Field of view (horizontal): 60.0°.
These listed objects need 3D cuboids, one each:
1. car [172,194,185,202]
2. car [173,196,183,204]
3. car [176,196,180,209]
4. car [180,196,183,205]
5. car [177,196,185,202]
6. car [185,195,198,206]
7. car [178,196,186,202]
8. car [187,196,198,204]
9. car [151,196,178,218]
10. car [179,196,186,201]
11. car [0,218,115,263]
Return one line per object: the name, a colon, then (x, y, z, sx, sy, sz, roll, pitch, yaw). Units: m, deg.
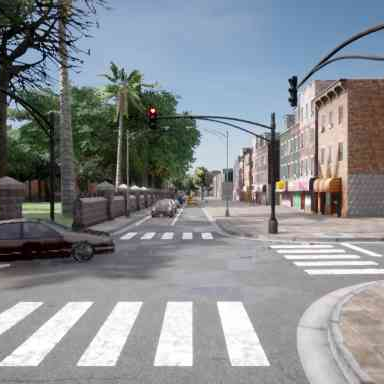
car: (-2.949, 1.402, 64.262, 2.150, 2.045, 5.566, 0, 0, 0)
car: (-2.985, 1.715, 71.231, 1.837, 1.490, 4.892, 0, 0, 0)
car: (-2.623, 1.498, 36.314, 1.967, 1.590, 4.097, 0, 0, 0)
car: (-2.619, 1.679, 47.692, 1.802, 1.307, 4.206, 0, 0, 0)
car: (-2.603, 1.818, 81.823, 1.887, 1.381, 4.507, 0, 0, 0)
car: (0.130, 1.627, 59.511, 1.882, 1.535, 5.008, 0, 0, 0)
car: (-2.601, 1.861, 87.512, 2.008, 1.369, 4.403, -1, 0, 0)
car: (0.128, 1.690, 68.865, 2.128, 1.511, 4.902, 0, 0, 0)
car: (-2.627, 1.481, 30.626, 1.967, 1.590, 4.097, 0, 0, 0)
car: (-2.598, 1.914, 93.200, 1.947, 1.339, 4.313, -1, 0, 0)
car: (-5.343, 1.591, 11.000, 5.357, 1.411, 2.033, -1, 0, -18)
